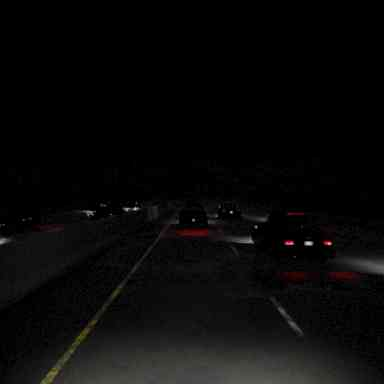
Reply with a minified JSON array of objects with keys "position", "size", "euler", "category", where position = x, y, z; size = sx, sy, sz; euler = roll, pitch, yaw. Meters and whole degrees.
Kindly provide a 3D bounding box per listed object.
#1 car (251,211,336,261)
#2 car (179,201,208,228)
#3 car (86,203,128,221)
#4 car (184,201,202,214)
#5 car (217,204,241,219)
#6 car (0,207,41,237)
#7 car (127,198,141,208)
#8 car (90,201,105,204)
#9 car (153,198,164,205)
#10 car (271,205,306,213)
[{"position":[3.602,1.665,12.782],"size":[2.033,1.411,5.357],"euler":[0,-1,0],"category":"car"},{"position":[0.100,1.697,23.994],"size":[1.882,1.535,5.008],"euler":[0,-1,0],"category":"car"},{"position":[-7.097,1.859,28.267],"size":[1.895,1.301,4.718],"euler":[0,-1,0],"category":"car"},{"position":[0.101,1.870,41.631],"size":[2.128,1.511,4.902],"euler":[0,-1,0],"category":"car"},{"position":[3.601,1.860,32.495],"size":[1.994,1.385,4.181],"euler":[0,-1,0],"category":"car"},{"position":[-10.598,1.655,19.325],"size":[1.882,1.535,5.008],"euler":[0,-1,0],"category":"car"},{"position":[-10.527,1.908,60.454],"size":[2.097,1.767,4.553],"euler":[0,-1,1],"category":"car"},{"position":[-14.073,1.999,49.598],"size":[2.033,1.411,5.357],"euler":[0,-1,0],"category":"car"},{"position":[-6.999,1.956,69.726],"size":[1.882,1.535,5.008],"euler":[0,-1,0],"category":"car"},{"position":[7.101,1.718,24.793],"size":[2.128,1.511,4.902],"euler":[0,-1,0],"category":"car"}]
